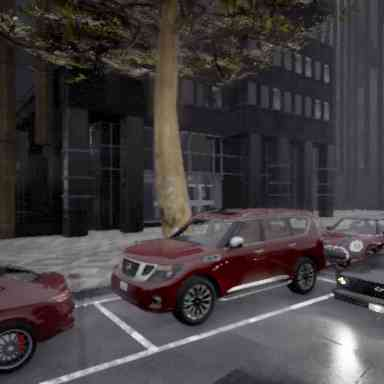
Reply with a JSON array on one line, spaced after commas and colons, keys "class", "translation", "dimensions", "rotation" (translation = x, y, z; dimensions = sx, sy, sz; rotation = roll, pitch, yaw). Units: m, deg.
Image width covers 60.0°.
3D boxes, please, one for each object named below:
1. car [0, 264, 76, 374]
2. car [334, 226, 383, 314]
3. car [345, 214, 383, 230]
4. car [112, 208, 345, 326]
[{"class": "car", "translation": [-3.627, 1.579, 4.063], "dimensions": [4.206, 1.307, 1.802], "rotation": [0, 0, -35]}, {"class": "car", "translation": [5.272, 1.565, 7.109], "dimensions": [5.357, 1.411, 2.033], "rotation": [0, 0, -35]}, {"class": "car", "translation": [5.350, 1.461, 10.465], "dimensions": [4.097, 1.590, 1.967], "rotation": [0, 0, -35]}, {"class": "car", "translation": [0.862, 1.324, 7.264], "dimensions": [5.009, 1.841, 2.192], "rotation": [0, 0, -35]}]
